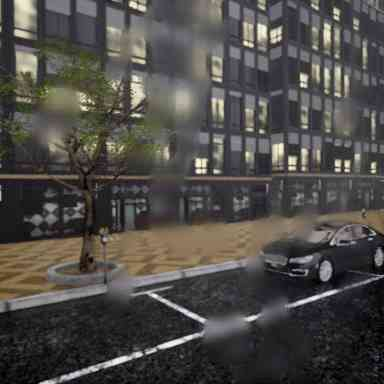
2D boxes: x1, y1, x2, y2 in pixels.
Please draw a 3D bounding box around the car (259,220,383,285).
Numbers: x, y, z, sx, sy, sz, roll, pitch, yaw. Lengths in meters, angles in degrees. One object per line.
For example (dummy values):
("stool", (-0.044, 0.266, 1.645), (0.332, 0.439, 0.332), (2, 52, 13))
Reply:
("car", (3.752, 1.494, 9.248), (4.403, 1.369, 2.008), (0, 0, -36))
